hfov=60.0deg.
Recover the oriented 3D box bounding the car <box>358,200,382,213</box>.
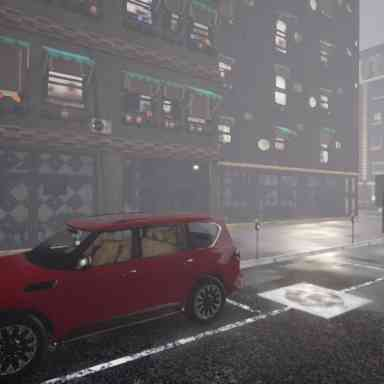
[{"bbox_3d":[20.164,1.538,37.360,1.887,1.381,4.507,1,0,-36],"label":"car"}]

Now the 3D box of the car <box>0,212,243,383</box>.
[{"bbox_3d":[-1.362,1.316,5.584,5.009,1.841,2.192,0,1,-35],"label":"car"}]
